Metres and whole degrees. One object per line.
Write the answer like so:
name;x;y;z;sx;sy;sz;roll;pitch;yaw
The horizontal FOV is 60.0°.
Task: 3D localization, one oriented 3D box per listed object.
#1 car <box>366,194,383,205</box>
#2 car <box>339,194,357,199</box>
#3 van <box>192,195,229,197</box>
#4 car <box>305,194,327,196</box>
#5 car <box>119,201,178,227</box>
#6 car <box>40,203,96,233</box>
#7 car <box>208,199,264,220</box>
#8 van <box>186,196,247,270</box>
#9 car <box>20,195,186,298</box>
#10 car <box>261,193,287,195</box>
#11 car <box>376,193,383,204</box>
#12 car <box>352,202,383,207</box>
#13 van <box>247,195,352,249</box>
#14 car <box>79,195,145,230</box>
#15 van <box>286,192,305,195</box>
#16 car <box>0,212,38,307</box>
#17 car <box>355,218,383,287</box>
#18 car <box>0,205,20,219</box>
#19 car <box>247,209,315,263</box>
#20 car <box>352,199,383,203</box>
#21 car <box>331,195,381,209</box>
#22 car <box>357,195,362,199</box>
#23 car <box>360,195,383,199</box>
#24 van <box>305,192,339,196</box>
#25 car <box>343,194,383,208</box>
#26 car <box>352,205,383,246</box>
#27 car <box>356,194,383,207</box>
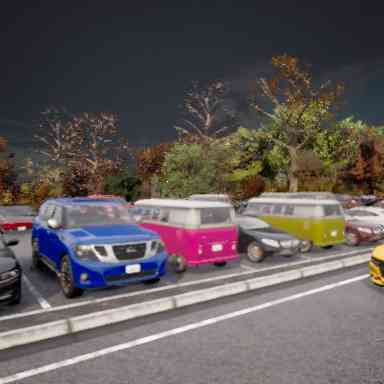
car;26.808;1.038;45.355;2.097;1.535;5.008;-1;1;-35
car;15.175;1.226;37.140;2.097;1.535;5.008;-1;1;-35
van;1.510;1.222;27.331;1.878;1.987;4.442;-1;1;-35
car;10.665;1.300;33.953;2.231;1.521;4.892;-1;1;-35
car;-3.274;1.491;24.090;2.097;1.535;5.008;1;0;-35
car;-7.881;1.499;20.804;2.163;1.488;4.792;0;0;-35
car;3.734;1.440;29.087;2.163;1.488;4.792;-1;1;-35
van;-0.565;1.245;10.754;1.878;1.987;4.442;0;0;-35
car;-2.788;1.207;9.004;2.435;2.045;5.566;0;0;-35
car;5.972;1.249;30.591;2.185;1.767;4.553;-1;1;-35
car;29.113;1.001;46.985;2.097;1.535;5.008;-1;1;-35
car;8.750;1.488;17.194;2.002;1.452;4.674;-1;1;-35
van;3.951;1.266;13.947;1.878;1.987;4.442;0;0;-35
car;-5.575;1.231;22.436;2.435;2.045;5.566;0;0;-35
van;8.291;1.110;32.413;1.878;1.987;4.442;-1;1;-35
car;-5.115;1.446;7.399;2.097;1.535;5.008;0;0;-35
car;6.295;1.461;8.147;5.008;1.535;1.882;0;0;-35
car;-10.187;1.486;19.174;2.163;1.488;4.792;0;0;-35
car;1.807;1.524;12.291;2.002;1.452;4.674;0;0;-35
car;11.058;1.411;18.823;2.097;1.535;5.008;-1;1;-35
car;19.791;1.151;40.392;2.097;1.535;5.008;-1;1;-35
car;17.464;1.063;38.790;2.185;1.767;4.553;-1;1;-35
car;13.342;1.248;20.483;2.185;1.767;4.553;-1;1;-35
van;12.906;1.036;35.672;1.878;1.987;4.442;-1;1;-35
car;22.090;1.114;42.030;2.097;1.535;5.008;-1;1;-35
car;6.433;1.521;15.562;2.002;1.452;4.674;-1;1;-35
car;24.483;1.105;43.752;2.163;1.488;4.792;-1;1;-35
